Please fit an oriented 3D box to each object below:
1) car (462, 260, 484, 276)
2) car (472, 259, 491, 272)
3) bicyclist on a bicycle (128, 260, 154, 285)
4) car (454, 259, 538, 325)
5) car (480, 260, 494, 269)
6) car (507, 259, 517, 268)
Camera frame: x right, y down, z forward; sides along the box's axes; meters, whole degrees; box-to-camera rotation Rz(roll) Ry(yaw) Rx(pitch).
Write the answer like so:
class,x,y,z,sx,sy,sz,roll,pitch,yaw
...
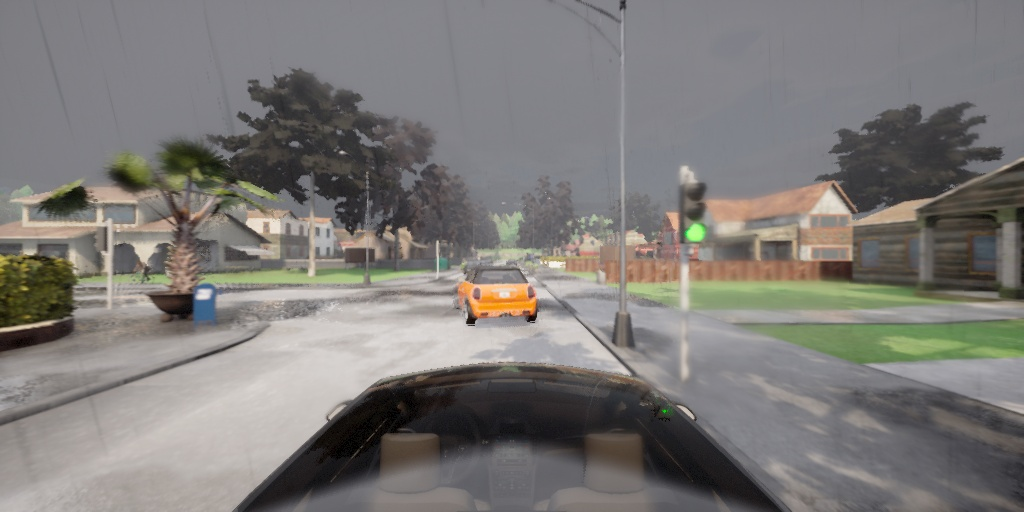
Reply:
class,x,y,z,sx,sy,sz,roll,pitch,yaw
car,-4.092,1.247,38.724,1.837,1.490,4.892,0,0,0
car,-4.078,1.232,48.064,2.128,1.511,4.902,0,0,0
bicyclist on a bicycle,-24.280,1.094,23.507,0.582,1.620,1.656,0,0,0
car,-0.721,1.100,12.107,2.097,1.767,4.553,0,0,-14
car,-4.006,1.302,57.998,1.994,1.385,4.181,0,0,2
car,0.011,1.263,64.125,1.812,1.442,4.674,0,0,0
